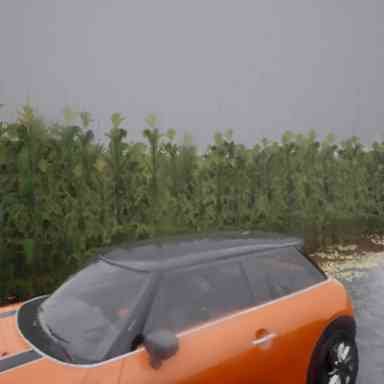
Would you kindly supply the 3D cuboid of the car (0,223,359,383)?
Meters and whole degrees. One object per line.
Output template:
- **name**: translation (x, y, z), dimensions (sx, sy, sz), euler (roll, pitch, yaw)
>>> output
- **car**: translation (-0.408, 1.314, 3.284), dimensions (4.553, 1.767, 2.097), euler (-2, 1, -35)
